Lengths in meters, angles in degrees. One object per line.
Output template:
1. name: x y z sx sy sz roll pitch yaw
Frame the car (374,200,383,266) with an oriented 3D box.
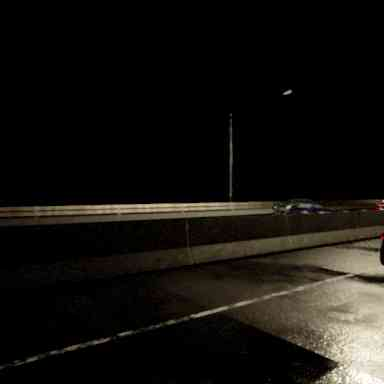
1. car: 7.242 1.259 8.916 5.566 2.045 2.150 0 0 -35

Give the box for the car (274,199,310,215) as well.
1. car: 10.125 1.447 32.697 4.553 1.767 2.097 0 0 -35

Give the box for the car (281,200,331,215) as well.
1. car: 9.955 1.650 28.284 4.181 1.385 1.994 0 0 -35
